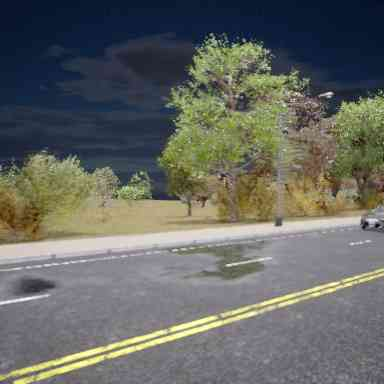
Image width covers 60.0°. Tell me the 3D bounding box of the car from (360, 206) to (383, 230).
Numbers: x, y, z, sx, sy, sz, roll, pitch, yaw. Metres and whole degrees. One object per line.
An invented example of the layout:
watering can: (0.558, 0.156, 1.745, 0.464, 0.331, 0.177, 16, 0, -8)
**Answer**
car: (12.531, 1.610, 21.094, 4.902, 1.511, 2.128, 0, 0, -37)
